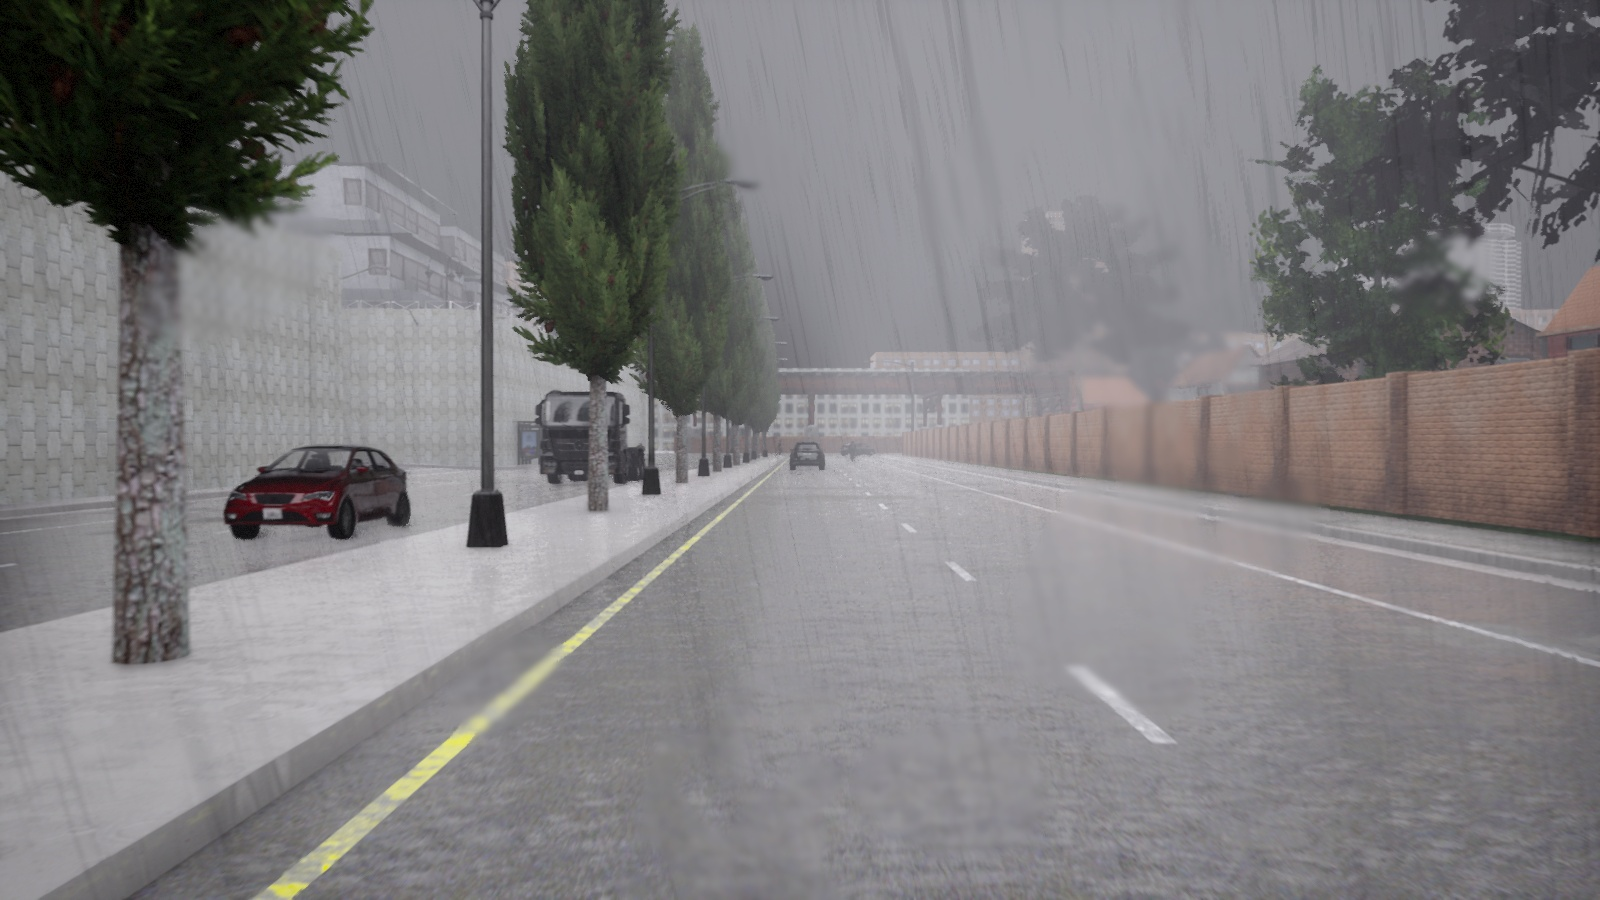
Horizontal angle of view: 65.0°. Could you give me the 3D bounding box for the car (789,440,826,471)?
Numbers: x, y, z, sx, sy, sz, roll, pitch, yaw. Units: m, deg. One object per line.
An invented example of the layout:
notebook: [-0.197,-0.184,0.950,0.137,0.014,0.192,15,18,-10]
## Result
car: [0.414,0.278,70.814,2.033,1.649,4.856,0,0,0]

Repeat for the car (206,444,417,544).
car: [-7.867,0.637,20.664,1.816,1.474,4.193,0,0,0]

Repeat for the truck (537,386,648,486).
truck: [-7.712,-0.511,47.763,2.891,3.462,7.936,0,0,0]
